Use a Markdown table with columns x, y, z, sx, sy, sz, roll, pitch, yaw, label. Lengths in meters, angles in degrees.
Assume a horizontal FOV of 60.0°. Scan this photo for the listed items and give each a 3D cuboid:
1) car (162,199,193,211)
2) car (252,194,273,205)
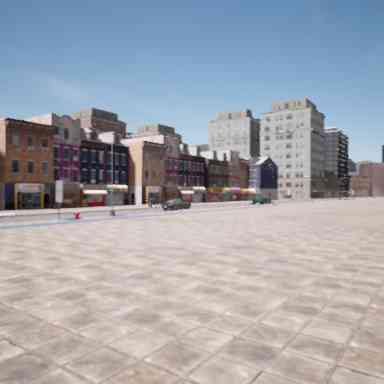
| x | y | z | sx | sy | sz | roll | pitch | yaw | label |
| --- | --- | --- | --- | --- | --- | --- | --- | --- | --- |
| -1.778 | 1.582 | 40.923 | 1.812 | 1.442 | 4.674 | 1 | 0 | 36 | car |
| 13.101 | 1.348 | 61.660 | 2.150 | 2.045 | 5.566 | 1 | 0 | 36 | car |
